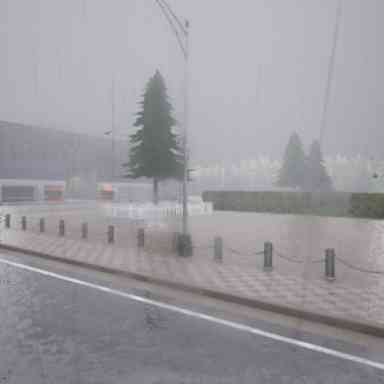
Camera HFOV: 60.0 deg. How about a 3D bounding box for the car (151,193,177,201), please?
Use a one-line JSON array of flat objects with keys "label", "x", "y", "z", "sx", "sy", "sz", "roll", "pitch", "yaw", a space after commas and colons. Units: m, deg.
[{"label": "car", "x": -4.931, "y": 0.966, "z": 59.968, "sx": 2.033, "sy": 1.411, "sz": 5.357, "roll": 1, "pitch": 1, "yaw": 36}]
